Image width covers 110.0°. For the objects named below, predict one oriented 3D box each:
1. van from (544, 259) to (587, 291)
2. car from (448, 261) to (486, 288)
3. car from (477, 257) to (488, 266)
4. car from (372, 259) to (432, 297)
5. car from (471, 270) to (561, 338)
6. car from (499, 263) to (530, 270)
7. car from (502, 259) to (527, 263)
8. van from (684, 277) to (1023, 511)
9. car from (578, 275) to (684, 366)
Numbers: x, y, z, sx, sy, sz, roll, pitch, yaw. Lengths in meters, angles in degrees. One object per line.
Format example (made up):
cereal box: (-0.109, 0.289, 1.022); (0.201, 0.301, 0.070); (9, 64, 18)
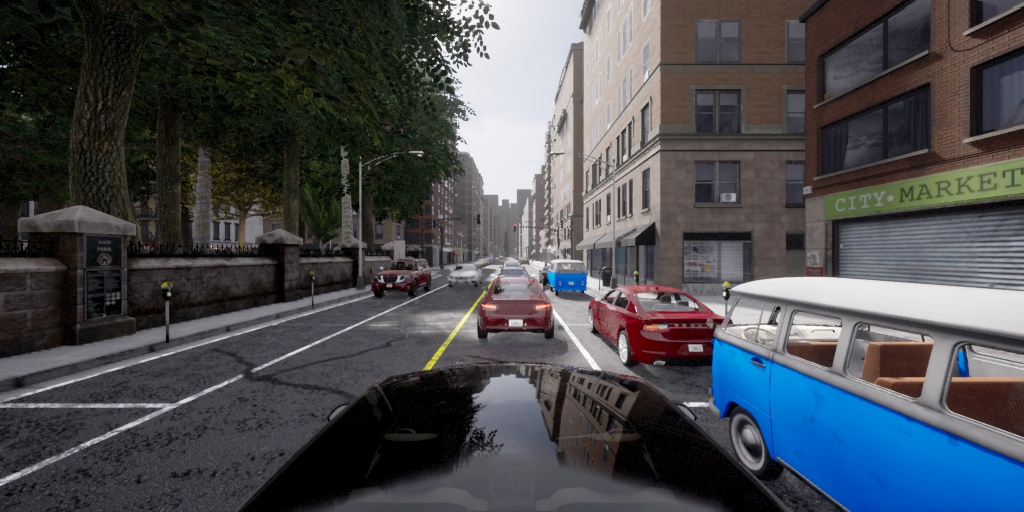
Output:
van: (2.861, 1.086, 19.125); (1.690, 1.789, 3.998); (0, 0, 0)
car: (-3.046, 1.267, 23.943); (1.812, 1.442, 4.674); (0, 0, 0)
car: (-5.651, 1.230, 62.606); (1.751, 1.417, 4.829); (0, 0, 0)
car: (-5.663, 1.060, 19.087); (2.192, 1.841, 5.009); (0, 0, 0)
car: (0.097, 1.275, 10.006); (1.812, 1.442, 4.674); (0, 0, 0)
car: (0.102, 1.292, 19.585); (2.033, 1.411, 5.357); (0, 0, 1)
car: (0.011, 1.243, 29.329); (1.837, 1.490, 4.892); (0, 0, 0)
van: (2.857, 1.091, 2.143); (1.690, 1.789, 3.998); (0, 0, 0)
car: (2.858, 1.294, 7.804); (1.888, 1.381, 4.507); (0, 0, 0)
